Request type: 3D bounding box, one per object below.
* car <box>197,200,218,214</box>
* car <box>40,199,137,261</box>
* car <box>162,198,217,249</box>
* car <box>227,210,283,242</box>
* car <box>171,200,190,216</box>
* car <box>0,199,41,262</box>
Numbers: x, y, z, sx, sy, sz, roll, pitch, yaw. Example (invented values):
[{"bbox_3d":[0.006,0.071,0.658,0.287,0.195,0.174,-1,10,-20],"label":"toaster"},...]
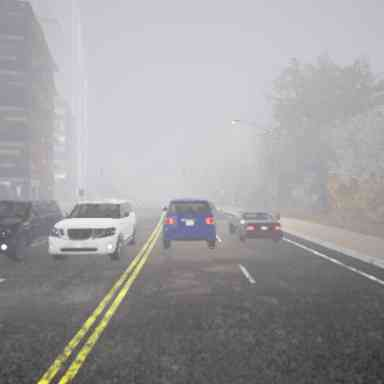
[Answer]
[{"bbox_3d":[1.750,1.686,38.763,1.812,1.442,4.674,0,0,-5],"label":"car"},{"bbox_3d":[-3.500,1.288,12.870,2.150,2.045,5.566,0,-1,-1],"label":"car"},{"bbox_3d":[-0.171,1.289,15.174,2.150,2.045,5.566,0,0,-2],"label":"car"},{"bbox_3d":[3.026,1.619,16.839,2.033,1.411,5.357,0,0,-2],"label":"car"},{"bbox_3d":[-1.282,1.681,35.791,1.812,1.442,4.674,0,0,-4],"label":"car"},{"bbox_3d":[-6.748,1.293,12.801,2.150,2.045,5.566,0,-1,-1],"label":"car"}]
